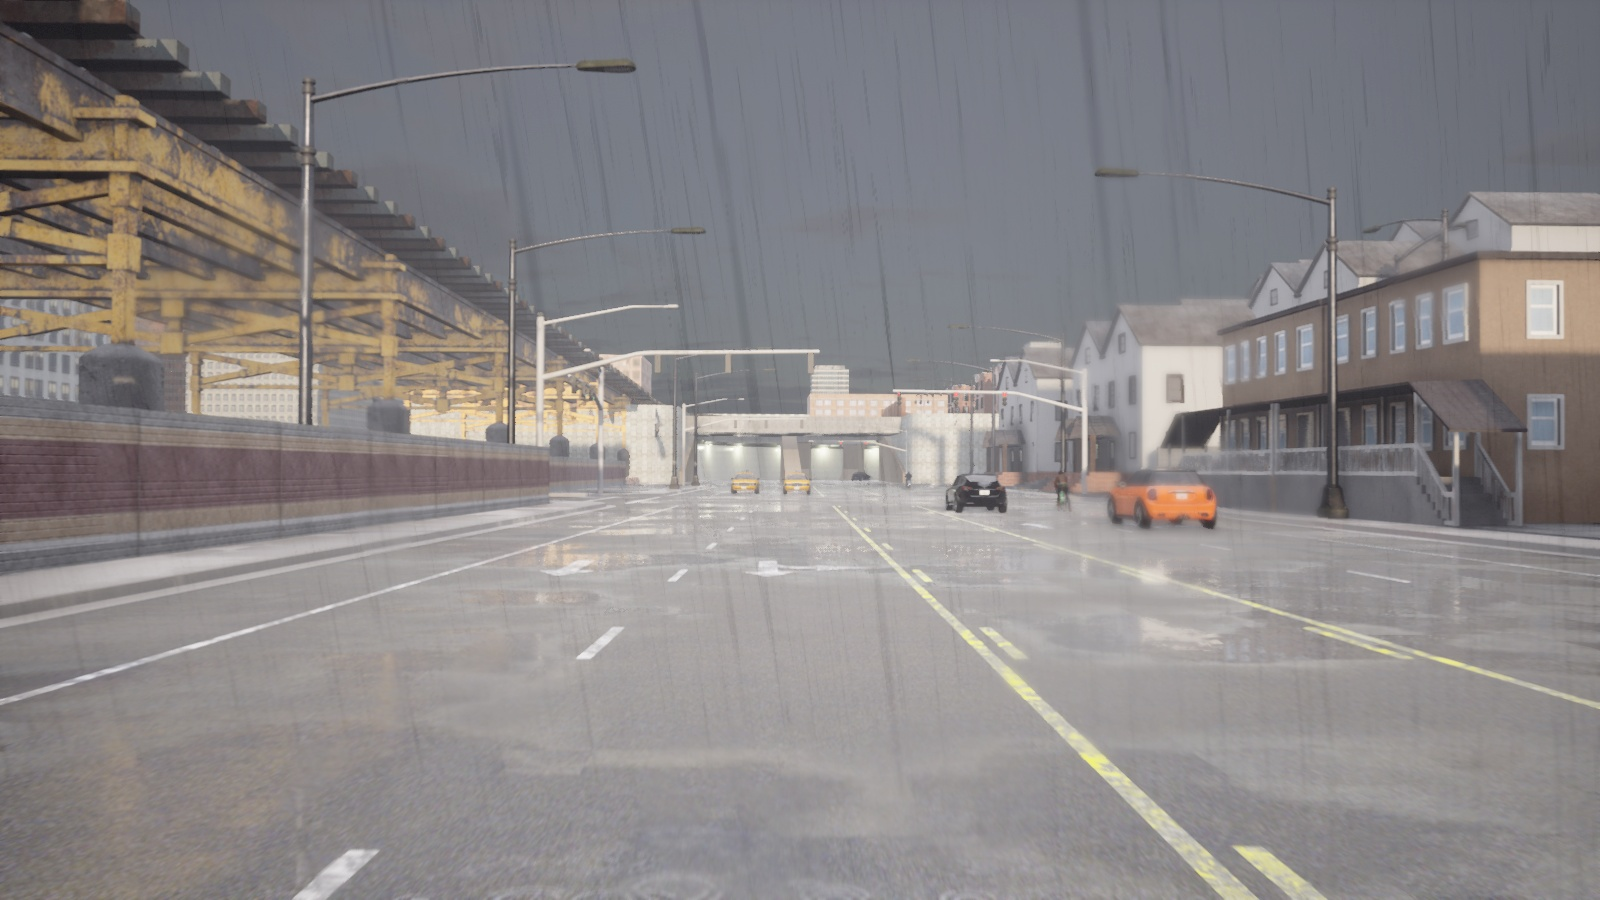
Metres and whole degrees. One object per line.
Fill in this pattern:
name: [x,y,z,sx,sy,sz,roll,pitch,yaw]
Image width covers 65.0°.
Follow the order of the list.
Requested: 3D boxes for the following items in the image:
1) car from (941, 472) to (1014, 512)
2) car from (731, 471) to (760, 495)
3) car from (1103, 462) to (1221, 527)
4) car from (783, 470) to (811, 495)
car: [6.890,1.612,49.284,2.163,1.488,4.792,0,-1,0]
car: [-3.691,2.205,85.793,1.801,1.575,5.366,0,-1,0]
car: [10.418,1.244,36.551,2.097,1.767,4.553,0,-1,0]
car: [-0.190,2.181,85.207,1.801,1.575,5.366,0,-1,0]
